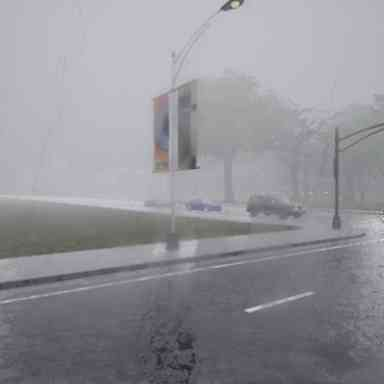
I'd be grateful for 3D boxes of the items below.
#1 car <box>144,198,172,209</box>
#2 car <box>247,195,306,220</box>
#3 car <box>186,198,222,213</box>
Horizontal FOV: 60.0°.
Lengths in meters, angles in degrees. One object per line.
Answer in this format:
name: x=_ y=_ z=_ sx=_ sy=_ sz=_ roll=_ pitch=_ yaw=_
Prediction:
car: x=-4.741 y=1.526 z=46.148 sx=2.033 sy=1.411 sz=5.357 roll=0 pitch=0 yaw=-36
car: x=7.344 y=1.267 z=29.562 sx=2.150 sy=2.045 sz=5.566 roll=0 pitch=0 yaw=-36
car: x=1.337 y=1.487 z=37.799 sx=1.882 sy=1.535 sz=5.008 roll=0 pitch=0 yaw=-36
